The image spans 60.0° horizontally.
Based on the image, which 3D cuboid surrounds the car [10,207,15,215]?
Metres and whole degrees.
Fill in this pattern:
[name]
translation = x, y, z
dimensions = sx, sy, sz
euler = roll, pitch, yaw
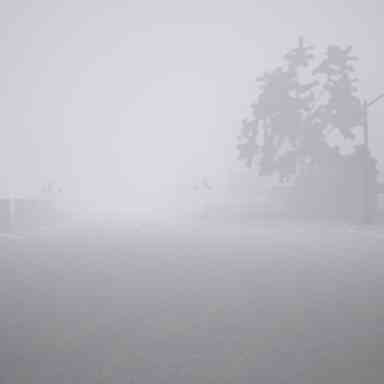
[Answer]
[car]
translation = -29.989, 2.773, 52.301
dimensions = 5.027, 1.636, 2.152
euler = 0, -1, -13
